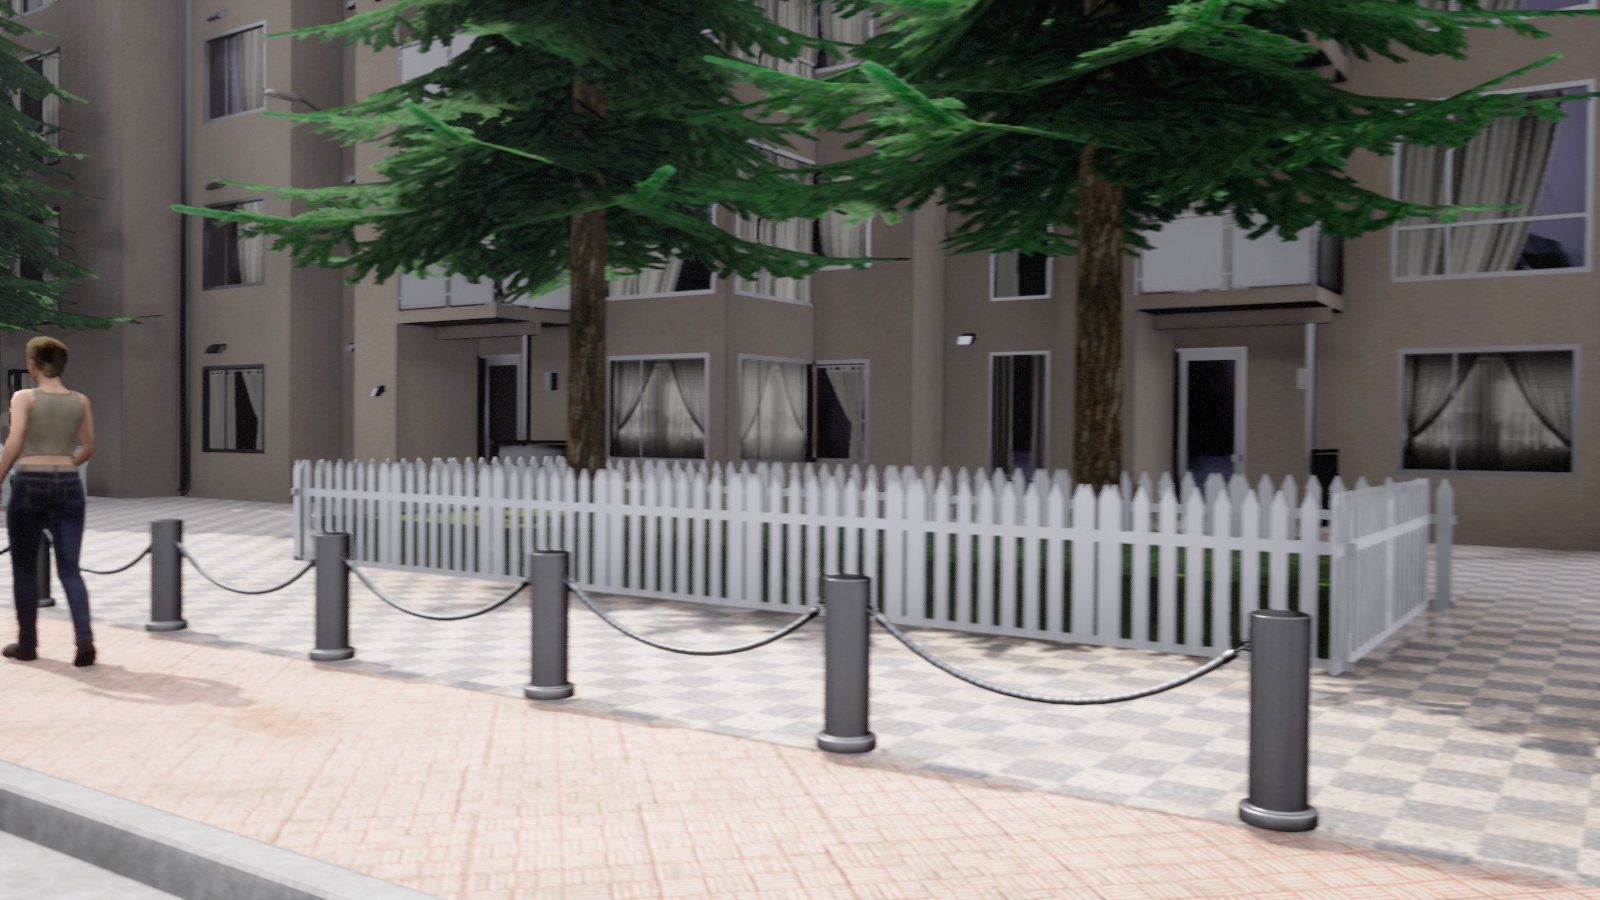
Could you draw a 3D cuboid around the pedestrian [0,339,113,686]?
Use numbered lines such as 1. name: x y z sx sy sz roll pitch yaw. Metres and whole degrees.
1. pedestrian: -4.131 0.331 6.959 0.594 1.836 0.345 0 1 39
